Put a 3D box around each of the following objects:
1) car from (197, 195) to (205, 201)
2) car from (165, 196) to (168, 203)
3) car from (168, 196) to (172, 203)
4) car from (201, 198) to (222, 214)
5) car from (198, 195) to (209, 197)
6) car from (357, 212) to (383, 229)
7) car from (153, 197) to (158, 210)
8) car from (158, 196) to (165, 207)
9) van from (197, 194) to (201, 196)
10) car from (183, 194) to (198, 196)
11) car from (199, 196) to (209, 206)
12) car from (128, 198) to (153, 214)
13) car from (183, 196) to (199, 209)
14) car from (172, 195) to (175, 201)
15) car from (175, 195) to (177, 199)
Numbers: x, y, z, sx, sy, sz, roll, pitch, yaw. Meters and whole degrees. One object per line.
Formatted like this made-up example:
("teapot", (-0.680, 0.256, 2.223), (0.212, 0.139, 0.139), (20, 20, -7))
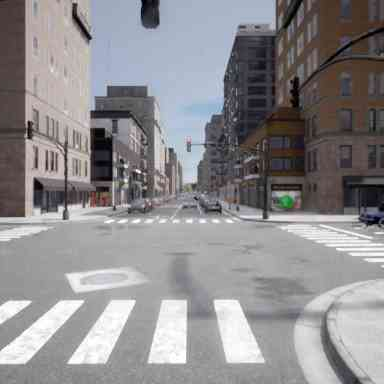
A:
("car", (2.200, 1.589, 85.781), (1.967, 1.590, 4.097), (0, 0, 0))
("car", (-5.795, 1.627, 58.218), (2.008, 1.369, 4.403), (0, 0, 0))
("car", (-5.807, 1.543, 69.240), (1.967, 1.590, 4.097), (0, 0, 0))
("car", (2.254, 1.602, 36.183), (1.947, 1.339, 4.313), (0, 0, 0))
("car", (2.235, 1.630, 52.717), (1.947, 1.339, 4.313), (0, 0, 0))
("car", (12.991, 1.550, 20.726), (4.718, 1.301, 1.895), (0, 0, 0))
("car", (-5.777, 1.485, 41.686), (1.967, 1.590, 4.097), (0, 0, 0))
("car", (-5.789, 1.646, 52.707), (1.802, 1.307, 4.206), (0, 0, 0))
("van", (2.230, 1.417, 58.227), (1.690, 1.788, 3.998), (0, 0, 0))
("car", (-0.376, 1.647, 67.739), (2.033, 1.411, 5.357), (0, 0, 1))
("car", (2.242, 1.635, 47.206), (1.802, 1.307, 4.206), (0, 0, 0))
("car", (-5.771, 1.476, 36.176), (1.967, 1.590, 4.097), (0, 0, 0))
("car", (-0.297, 1.655, 47.534), (1.895, 1.301, 4.718), (0, 0, 0))
("car", (-5.819, 1.685, 80.261), (2.008, 1.369, 4.403), (0, 0, 0))
("car", (-5.831, 1.709, 91.283), (1.887, 1.381, 4.507), (0, 0, 0))
